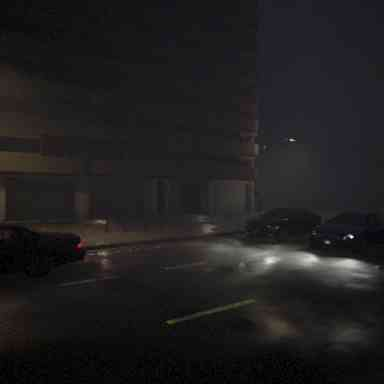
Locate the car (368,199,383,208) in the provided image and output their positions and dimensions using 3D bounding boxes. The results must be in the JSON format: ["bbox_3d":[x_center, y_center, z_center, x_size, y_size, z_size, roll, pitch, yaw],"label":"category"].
[{"bbox_3d":[21.715,1.598,37.702,1.837,1.490,4.892,0,0,4],"label":"car"}]

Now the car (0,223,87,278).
[{"bbox_3d":[-5.589,1.549,8.625,5.357,1.411,2.033,0,0,-36],"label":"car"}]

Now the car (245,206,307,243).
[{"bbox_3d":[4.678,1.509,16.669,5.008,1.535,1.882,0,0,-44],"label":"car"}]

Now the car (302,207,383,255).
[{"bbox_3d":[6.670,1.556,13.616,4.674,1.442,1.812,0,0,-41],"label":"car"}]
